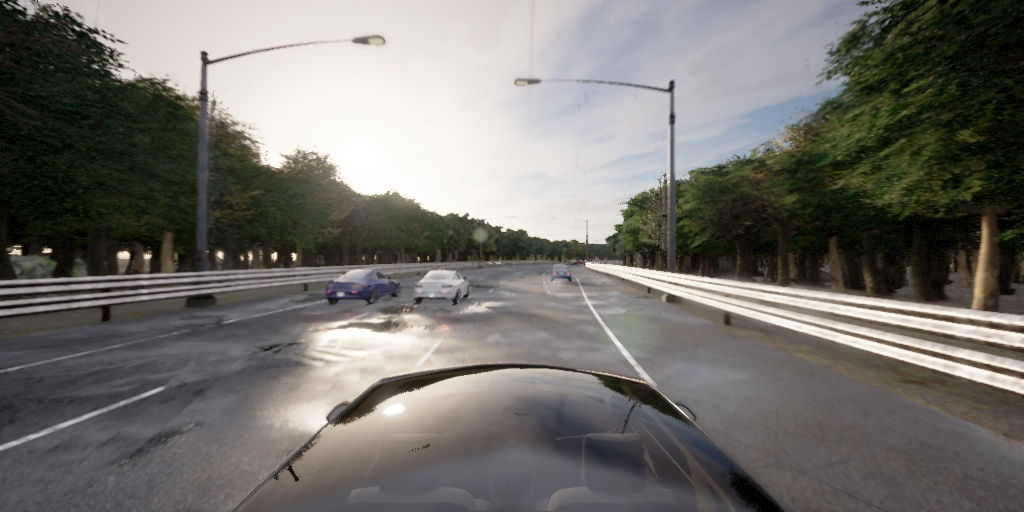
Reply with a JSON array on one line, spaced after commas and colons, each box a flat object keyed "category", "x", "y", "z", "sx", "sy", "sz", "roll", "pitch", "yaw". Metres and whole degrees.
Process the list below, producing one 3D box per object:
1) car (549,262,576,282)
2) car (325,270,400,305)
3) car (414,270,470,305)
[{"category": "car", "x": 4.363, "y": 1.534, "z": 32.238, "sx": 2.033, "sy": 1.411, "sz": 5.357, "roll": 0, "pitch": 0, "yaw": 6}, {"category": "car", "x": -6.634, "y": 1.341, "z": 16.330, "sx": 1.812, "sy": 1.442, "sz": 4.674, "roll": 0, "pitch": 0, "yaw": 2}, {"category": "car", "x": -3.137, "y": 1.362, "z": 16.619, "sx": 1.812, "sy": 1.442, "sz": 4.674, "roll": 0, "pitch": 0, "yaw": 2}]
